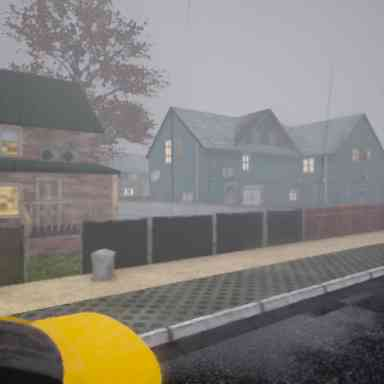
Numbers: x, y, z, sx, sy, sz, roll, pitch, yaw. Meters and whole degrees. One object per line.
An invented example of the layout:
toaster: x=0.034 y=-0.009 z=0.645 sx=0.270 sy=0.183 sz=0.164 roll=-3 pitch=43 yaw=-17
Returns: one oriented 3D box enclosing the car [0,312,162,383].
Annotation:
car: x=-2.459 y=1.486 z=1.315 sx=5.008 sy=1.535 sz=1.882 roll=-1 pitch=0 yaw=-35
